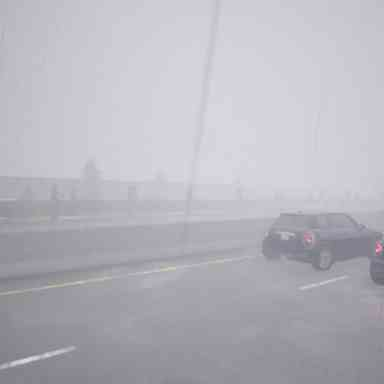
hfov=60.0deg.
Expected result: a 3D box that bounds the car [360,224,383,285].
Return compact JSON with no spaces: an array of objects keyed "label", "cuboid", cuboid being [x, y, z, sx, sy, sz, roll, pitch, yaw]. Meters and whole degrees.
[{"label":"car","cuboid":[6.520,1.407,8.392,4.553,1.767,2.097,0,0,-35]}]

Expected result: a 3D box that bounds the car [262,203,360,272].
[{"label":"car","cuboid":[4.539,1.407,11.277,4.553,1.767,2.097,0,0,-35]}]
